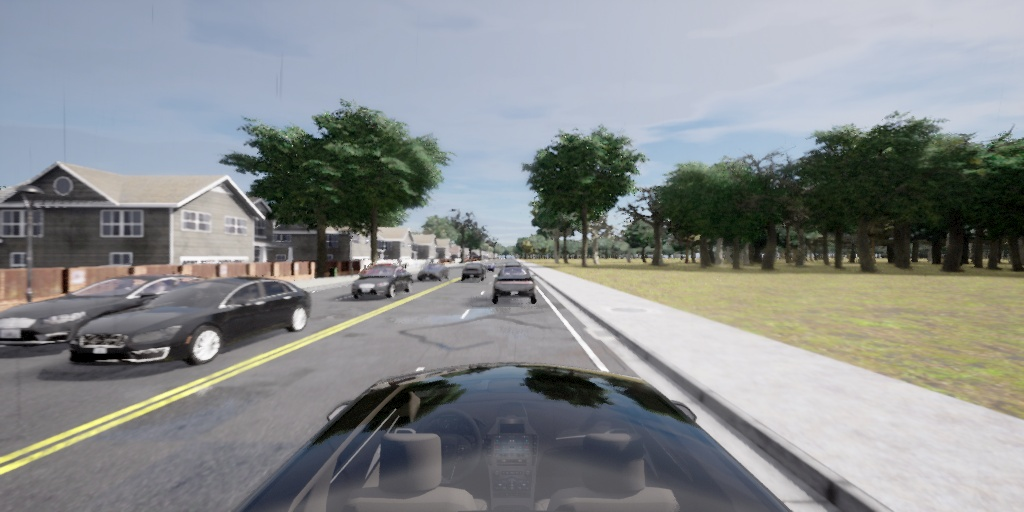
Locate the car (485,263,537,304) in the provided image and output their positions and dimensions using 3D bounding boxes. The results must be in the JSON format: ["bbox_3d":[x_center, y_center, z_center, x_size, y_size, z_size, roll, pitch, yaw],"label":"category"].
[{"bbox_3d":[0.101,1.280,16.779,2.128,1.511,4.902,0,0,0],"label":"car"}]

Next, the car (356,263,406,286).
[{"bbox_3d":[-9.801,1.291,27.265,1.882,1.535,5.008,0,0,0],"label":"car"}]

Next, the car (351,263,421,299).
[{"bbox_3d":[-6.548,1.284,18.590,2.128,1.511,4.902,0,0,0],"label":"car"}]

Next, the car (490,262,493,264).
[{"bbox_3d":[-3.151,1.467,47.508,1.895,1.301,4.718,0,0,0],"label":"car"}]

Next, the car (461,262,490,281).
[{"bbox_3d":[-3.150,1.328,30.551,1.837,1.490,4.892,0,0,0],"label":"car"}]

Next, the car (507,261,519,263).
[{"bbox_3d":[0.100,1.323,39.566,1.882,1.535,5.008,0,0,0],"label":"car"}]

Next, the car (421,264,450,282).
[{"bbox_3d":[-6.519,1.370,30.416,2.033,1.411,5.357,0,0,0],"label":"car"}]

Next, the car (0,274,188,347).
[{"bbox_3d":[-9.787,1.261,9.458,2.128,1.511,4.902,0,0,1],"label":"car"}]

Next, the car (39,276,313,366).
[{"bbox_3d":[-6.551,1.271,8.152,1.837,1.490,4.892,0,0,1],"label":"car"}]
